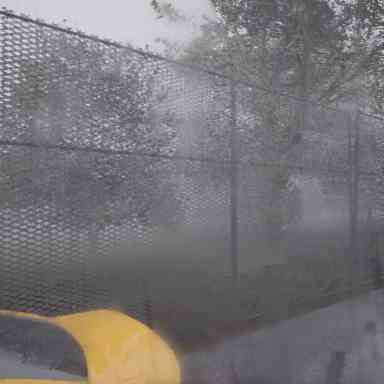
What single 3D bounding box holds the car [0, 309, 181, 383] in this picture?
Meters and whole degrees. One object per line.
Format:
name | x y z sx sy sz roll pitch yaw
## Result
car | -2.342 1.478 1.399 5.008 1.535 1.882 0 0 -36
